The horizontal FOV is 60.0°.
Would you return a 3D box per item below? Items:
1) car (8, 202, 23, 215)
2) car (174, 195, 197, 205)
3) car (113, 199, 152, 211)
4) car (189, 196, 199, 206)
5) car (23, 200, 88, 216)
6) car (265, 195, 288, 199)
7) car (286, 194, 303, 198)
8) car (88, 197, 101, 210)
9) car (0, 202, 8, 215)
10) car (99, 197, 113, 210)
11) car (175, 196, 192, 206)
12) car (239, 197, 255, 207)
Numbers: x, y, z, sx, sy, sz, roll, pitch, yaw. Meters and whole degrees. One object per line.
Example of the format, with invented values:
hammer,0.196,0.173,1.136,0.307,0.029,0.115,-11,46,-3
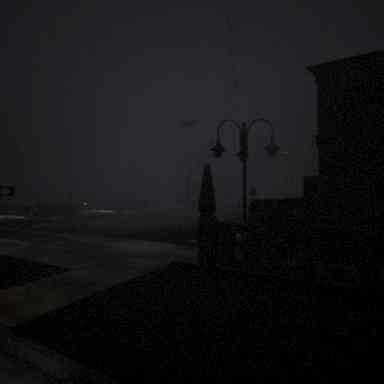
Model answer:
car,-16.816,1.705,36.023,1.812,1.442,4.674,0,0,36
car,-1.175,1.546,63.288,2.097,1.767,4.553,0,0,36
car,-7.359,1.666,43.032,1.837,1.490,4.892,0,0,37
car,2.110,1.760,55.971,1.895,1.301,4.718,0,0,37
car,-13.878,1.709,34.118,2.033,1.411,5.357,0,0,36
car,12.066,1.591,49.929,2.128,1.511,4.902,0,0,36
car,17.877,1.321,57.999,2.150,2.045,5.566,0,0,36
car,-13.684,1.549,46.252,2.097,1.767,4.553,0,0,36
car,-20.350,1.762,37.113,1.994,1.385,4.181,0,0,36
car,-10.020,1.743,45.341,1.994,1.385,4.181,0,0,36
car,-0.106,1.670,58.861,2.128,1.511,4.902,0,0,37
car,9.021,1.622,51.701,1.837,1.490,4.892,0,0,37
